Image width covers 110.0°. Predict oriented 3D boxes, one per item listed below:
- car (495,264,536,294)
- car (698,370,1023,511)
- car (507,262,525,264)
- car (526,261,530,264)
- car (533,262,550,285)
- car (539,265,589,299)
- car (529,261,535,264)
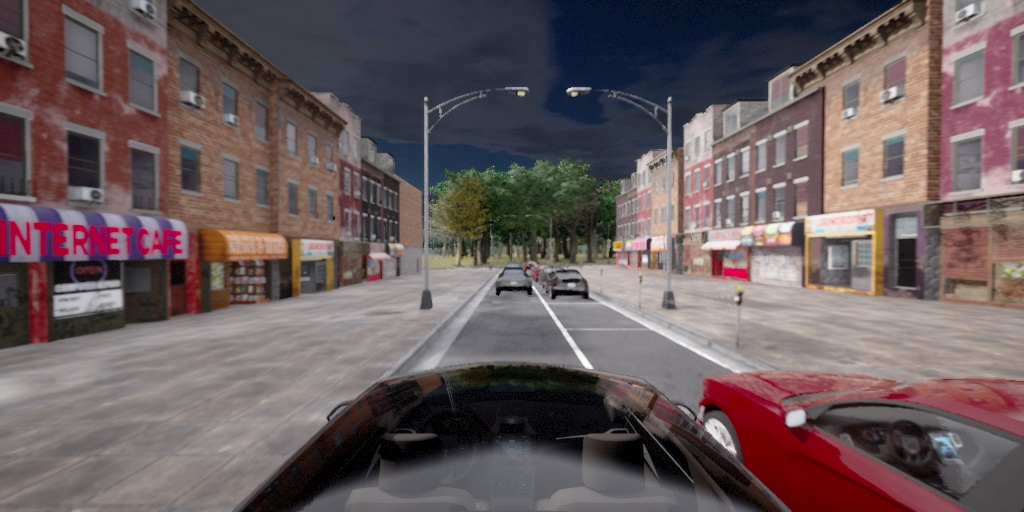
[{"bbox_3d":[0.104,1.327,20.177,1.994,1.385,4.181,0,0,0],"label":"car"},{"bbox_3d":[2.636,1.295,1.667,1.888,1.381,4.507,0,0,0],"label":"car"},{"bbox_3d":[0.111,1.333,35.632,2.033,1.411,5.357,0,0,0],"label":"car"},{"bbox_3d":[2.652,1.333,34.105,2.007,1.370,4.403,0,0,0],"label":"car"},{"bbox_3d":[2.647,1.316,23.292,2.007,1.370,4.403,0,0,0],"label":"car"},{"bbox_3d":[2.644,1.325,17.886,1.948,1.339,4.313,0,0,0],"label":"car"},{"bbox_3d":[2.649,1.319,28.699,1.888,1.381,4.507,0,0,0],"label":"car"}]
